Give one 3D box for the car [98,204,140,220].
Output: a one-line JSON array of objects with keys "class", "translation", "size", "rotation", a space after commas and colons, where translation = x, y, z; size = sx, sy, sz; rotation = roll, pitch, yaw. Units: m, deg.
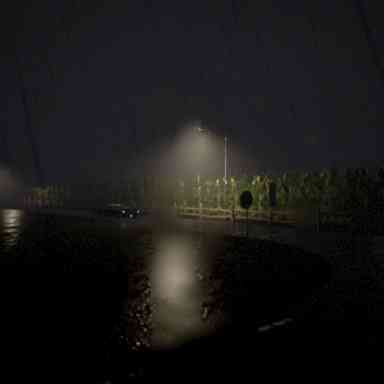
[{"class": "car", "translation": [-6.714, 1.781, 30.396], "size": [1.895, 1.301, 4.718], "rotation": [1, -1, -42]}]
